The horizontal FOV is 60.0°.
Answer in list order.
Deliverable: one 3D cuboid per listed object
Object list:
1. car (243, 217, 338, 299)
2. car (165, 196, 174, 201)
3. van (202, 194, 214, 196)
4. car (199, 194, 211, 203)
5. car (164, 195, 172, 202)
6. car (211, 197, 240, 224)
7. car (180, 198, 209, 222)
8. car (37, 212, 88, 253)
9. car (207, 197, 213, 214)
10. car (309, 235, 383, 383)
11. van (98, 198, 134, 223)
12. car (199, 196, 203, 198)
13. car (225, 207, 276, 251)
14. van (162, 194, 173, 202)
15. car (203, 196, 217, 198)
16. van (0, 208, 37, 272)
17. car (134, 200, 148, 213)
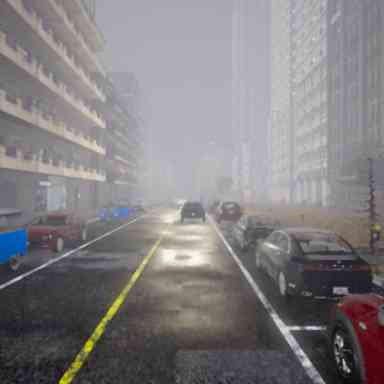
[{"bbox_3d":[2.690,1.548,8.207,2.008,1.369,4.403,0,0,0],"label":"car"},{"bbox_3d":[-5.731,1.604,85.523,1.947,1.339,4.313,0,0,0],"label":"car"},{"bbox_3d":[2.670,1.342,46.868,1.690,1.788,3.998,0,0,0],"label":"van"},{"bbox_3d":[2.659,1.333,68.959,2.192,1.841,5.009,0,0,0],"label":"car"},{"bbox_3d":[-5.728,1.555,79.830,1.752,1.417,4.829,0,0,0],"label":"car"},{"bbox_3d":[2.682,1.434,24.775,1.967,1.590,4.097,0,0,0],"label":"car"},{"bbox_3d":[0.088,1.471,26.602,1.882,1.535,5.008,0,0,0],"label":"car"},{"bbox_3d":[-5.694,1.540,13.727,1.887,1.381,4.507,0,0,0],"label":"car"},{"bbox_3d":[2.676,1.561,35.821,1.947,1.339,4.313,0,0,0],"label":"car"},{"bbox_3d":[2.693,1.439,2.684,1.967,1.590,4.097,0,0,0],"label":"car"},{"bbox_3d":[-5.699,1.335,24.772,1.690,1.788,3.998,0,0,0],"label":"van"},{"bbox_3d":[0.078,1.547,44.276,2.033,1.411,5.357,0,0,0],"label":"car"},{"bbox_3d":[2.687,1.546,13.731,2.008,1.369,4.403,0,0,0],"label":"car"},{"bbox_3d":[-5.725,1.365,74.477,1.690,1.788,3.998,0,0,0],"label":"van"},{"bbox_3d":[2.673,1.542,41.344,1.887,1.381,4.507,0,0,0],"label":"car"},{"bbox_3d":[-5.691,1.339,8.204,1.690,1.788,3.998,0,0,0],"label":"van"},{"bbox_3d":[-5.705,1.546,35.817,2.008,1.369,4.403,0,0,0],"label":"car"}]
